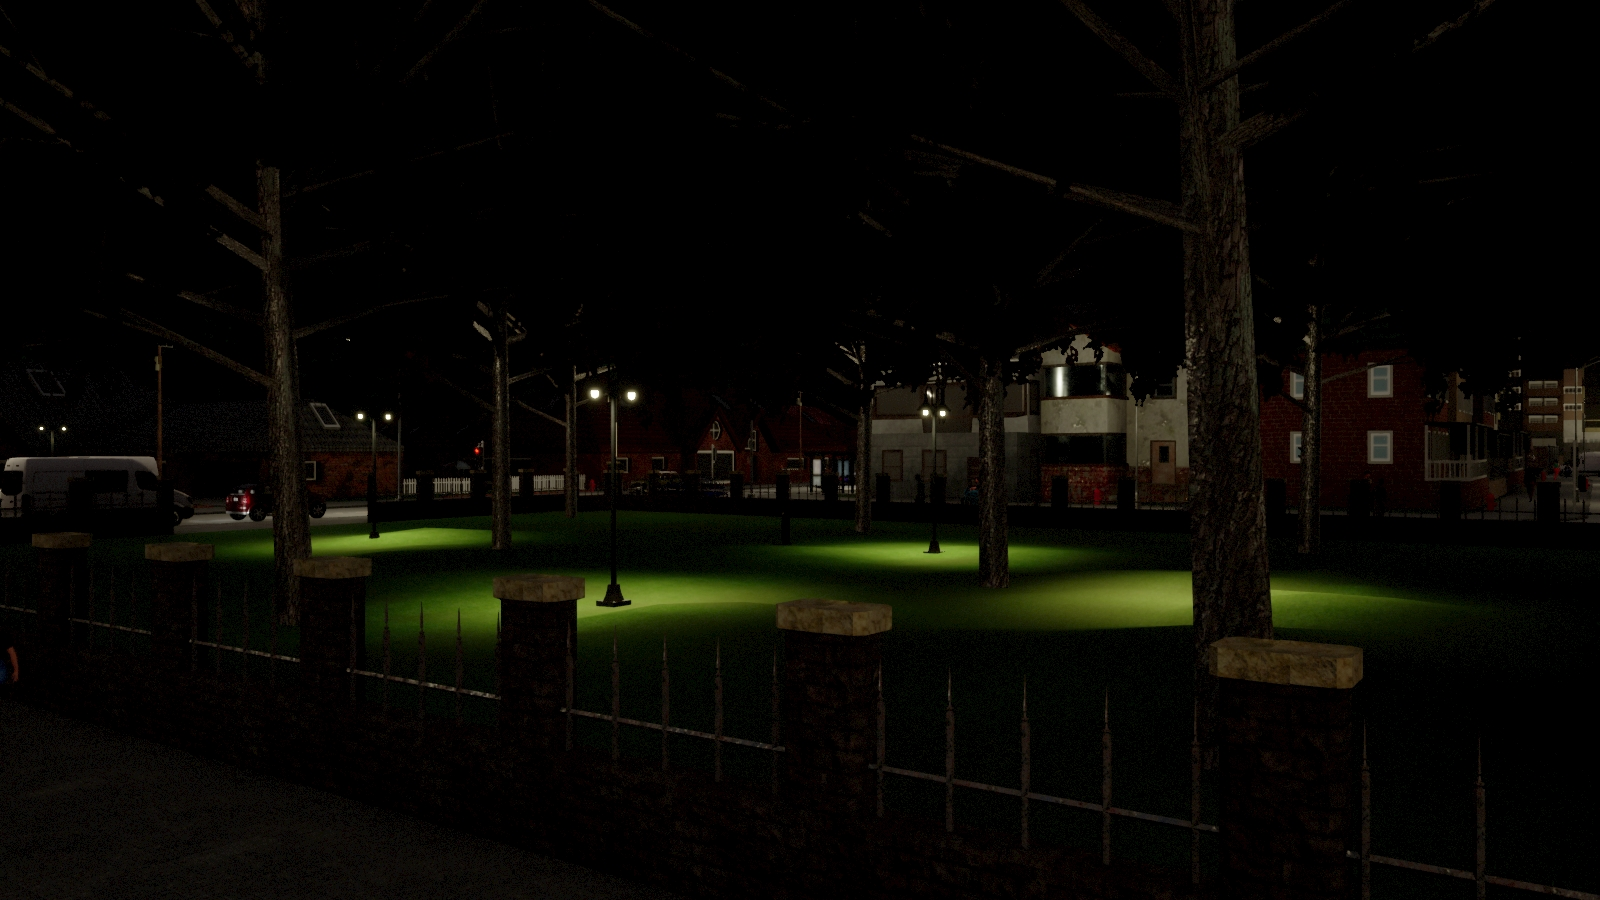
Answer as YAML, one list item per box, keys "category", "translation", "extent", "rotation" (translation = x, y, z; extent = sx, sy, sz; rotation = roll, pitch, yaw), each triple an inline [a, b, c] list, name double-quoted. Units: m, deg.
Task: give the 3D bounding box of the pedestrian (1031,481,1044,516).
- category: "pedestrian"
  translation: [8.917, 1.804, 42.938]
  extent: [0.375, 1.300, 0.375]
  rotation: [0, 0, 29]

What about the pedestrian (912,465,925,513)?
- category: "pedestrian"
  translation: [4.655, 1.524, 44.941]
  extent: [0.375, 1.860, 0.375]
  rotation: [0, 0, 35]

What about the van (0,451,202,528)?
- category: "van"
  translation: [-24.847, 1.314, 40.778]
  extent: [1.988, 2.561, 5.915]
  rotation: [0, 0, 36]

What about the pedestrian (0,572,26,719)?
- category: "pedestrian"
  translation: [-7.438, 1.805, 10.544]
  extent: [0.375, 1.300, 0.375]
  rotation: [0, 0, 34]

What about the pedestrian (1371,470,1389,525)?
- category: "pedestrian"
  translation: [19.806, 1.628, 39.022]
  extent: [0.375, 1.860, 0.375]
  rotation: [0, 0, -24]
